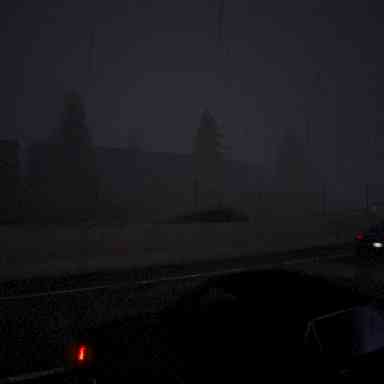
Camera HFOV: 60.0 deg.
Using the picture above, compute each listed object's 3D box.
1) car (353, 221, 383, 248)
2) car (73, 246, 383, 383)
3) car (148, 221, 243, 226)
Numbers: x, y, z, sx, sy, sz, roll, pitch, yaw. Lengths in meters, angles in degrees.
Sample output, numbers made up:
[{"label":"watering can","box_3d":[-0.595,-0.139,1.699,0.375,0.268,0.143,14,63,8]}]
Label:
[{"label":"car","box_3d":[7.300,1.564,11.006,4.181,1.385,1.994,0,0,-30]},{"label":"car","box_3d":[1.278,1.601,3.673,4.718,1.301,1.895,0,0,-26]},{"label":"car","box_3d":[0.311,1.505,15.281,4.892,1.490,1.837,0,0,-29]}]
